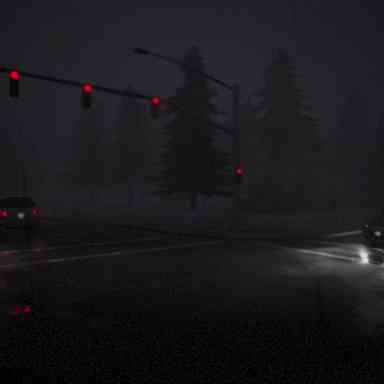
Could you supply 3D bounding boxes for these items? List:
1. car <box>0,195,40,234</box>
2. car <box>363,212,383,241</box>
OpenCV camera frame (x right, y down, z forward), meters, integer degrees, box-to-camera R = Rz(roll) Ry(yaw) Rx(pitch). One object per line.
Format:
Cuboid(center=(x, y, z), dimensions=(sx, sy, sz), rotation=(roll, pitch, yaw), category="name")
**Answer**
Cuboid(center=(-10.228, 1.198, 17.855), dimensions=(5.566, 2.045, 2.150), rotation=(0, 0, 42), category="car")
Cuboid(center=(9.768, 1.468, 15.270), dimensions=(4.902, 1.511, 2.128), rotation=(0, 0, -35), category="car")
